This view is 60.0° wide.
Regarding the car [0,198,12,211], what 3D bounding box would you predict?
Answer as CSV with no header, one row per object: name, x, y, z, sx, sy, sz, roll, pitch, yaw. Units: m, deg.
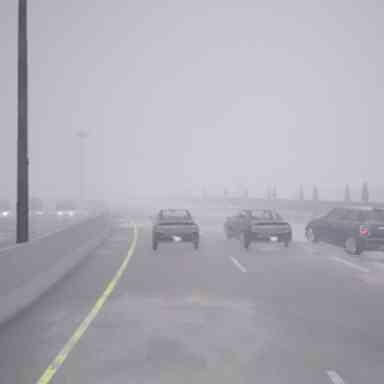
car,-23.143,1.487,40.517,2.128,1.511,4.902,0,0,-26

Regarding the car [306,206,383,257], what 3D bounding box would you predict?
car,6.349,1.349,13.229,2.097,1.767,4.553,0,0,-6

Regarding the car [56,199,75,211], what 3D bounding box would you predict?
car,-15.302,1.558,40.219,1.994,1.385,4.181,0,0,-24

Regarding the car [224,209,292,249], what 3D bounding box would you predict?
car,2.698,1.488,14.500,2.128,1.511,4.902,0,0,-7

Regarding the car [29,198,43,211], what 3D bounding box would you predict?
car,-19.616,1.498,41.230,1.837,1.490,4.892,0,0,-26

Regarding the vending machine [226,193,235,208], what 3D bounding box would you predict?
vending machine,5.519,1.185,47.814,1.100,2.100,0.880,0,0,-23

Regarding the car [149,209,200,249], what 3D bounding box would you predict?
car,-0.820,1.489,14.487,2.128,1.511,4.902,0,0,-7
